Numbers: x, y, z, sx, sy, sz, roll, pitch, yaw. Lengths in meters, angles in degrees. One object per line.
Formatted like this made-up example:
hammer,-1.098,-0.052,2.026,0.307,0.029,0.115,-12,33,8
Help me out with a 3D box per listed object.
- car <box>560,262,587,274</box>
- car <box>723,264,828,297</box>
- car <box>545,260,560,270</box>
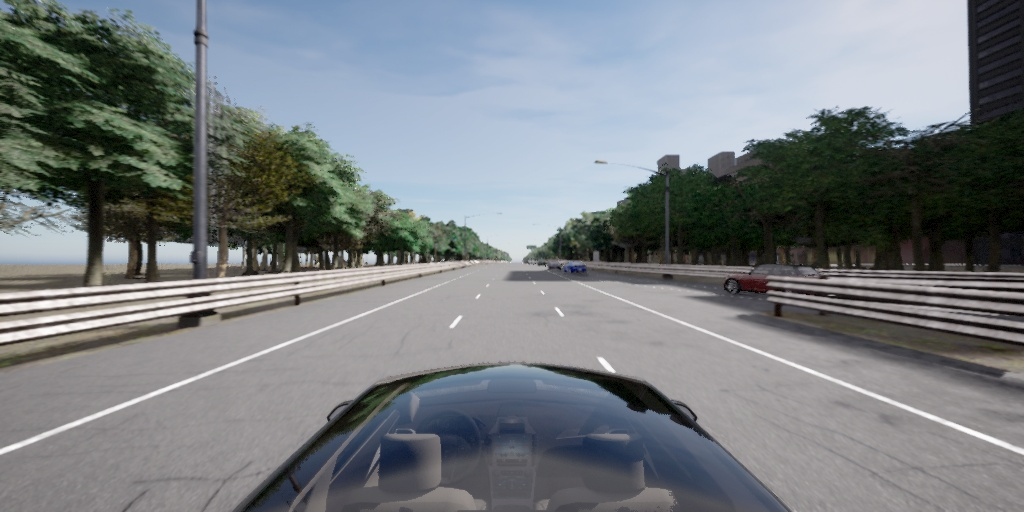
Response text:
car,7.617,1.411,43.829,1.882,1.535,5.008,0,0,-5
car,13.489,1.210,18.653,2.097,1.767,4.553,0,-1,-19
car,6.902,1.579,59.054,1.895,1.301,4.718,0,0,2
